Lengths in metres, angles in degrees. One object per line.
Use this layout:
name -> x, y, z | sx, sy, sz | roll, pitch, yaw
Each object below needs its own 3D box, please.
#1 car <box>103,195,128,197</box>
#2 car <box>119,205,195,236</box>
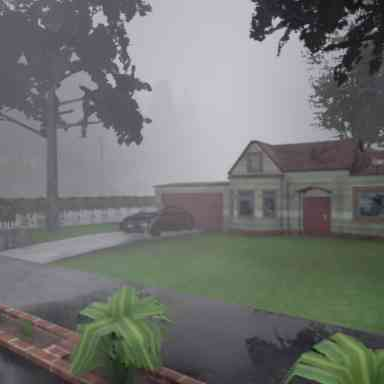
car -> -9.833, 1.420, 39.621 | 2.150, 2.045, 5.566 | 0, 0, 36
car -> -1.668, 1.371, 16.832 | 1.994, 1.381, 4.181 | 0, 0, 35
